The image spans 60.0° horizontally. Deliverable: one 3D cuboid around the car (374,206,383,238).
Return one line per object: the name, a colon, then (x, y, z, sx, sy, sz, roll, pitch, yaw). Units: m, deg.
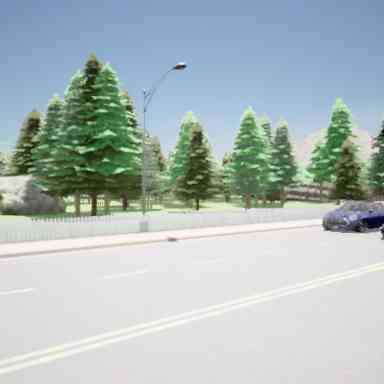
car: (11.038, 1.523, 16.106, 4.674, 1.442, 1.812, 0, 0, -35)

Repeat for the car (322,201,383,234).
car: (9.651, 1.349, 19.407, 4.553, 1.767, 2.097, 0, 0, -35)
